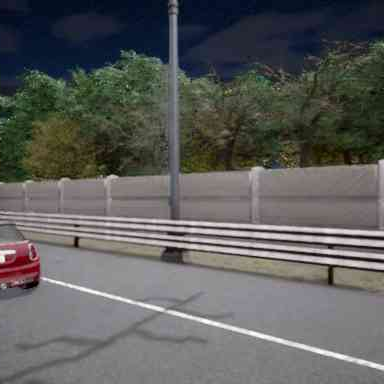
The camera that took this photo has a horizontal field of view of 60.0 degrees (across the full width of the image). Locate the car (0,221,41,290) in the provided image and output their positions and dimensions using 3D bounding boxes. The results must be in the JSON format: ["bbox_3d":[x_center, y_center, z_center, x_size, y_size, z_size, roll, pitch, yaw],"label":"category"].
[{"bbox_3d":[-5.734,1.448,8.148,4.553,1.767,2.097,-1,-1,36],"label":"car"}]
